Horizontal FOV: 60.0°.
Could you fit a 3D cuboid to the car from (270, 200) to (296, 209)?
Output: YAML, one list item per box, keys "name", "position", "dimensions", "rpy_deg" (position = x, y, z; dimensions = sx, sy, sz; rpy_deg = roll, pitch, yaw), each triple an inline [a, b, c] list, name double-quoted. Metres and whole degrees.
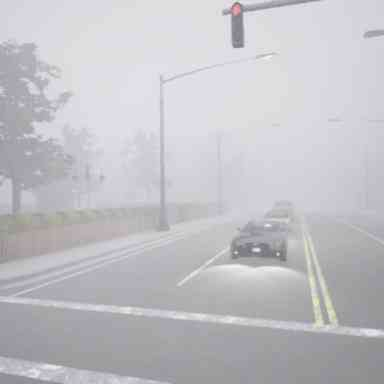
- name: "car"
  position: [9.104, 1.792, 33.098]
  dimensions: [2.150, 2.045, 5.566]
  rpy_deg: [-1, -1, 18]

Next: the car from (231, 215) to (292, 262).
- name: "car"
  position: [2.824, 1.831, 13.358]
  dimensions: [1.994, 1.385, 4.181]
  rpy_deg: [-1, -1, 18]

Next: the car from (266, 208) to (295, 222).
- name: "car"
  position: [5.832, 2.014, 22.830]
  dimensions: [1.895, 1.301, 4.718]
  rpy_deg: [-1, -1, 18]
